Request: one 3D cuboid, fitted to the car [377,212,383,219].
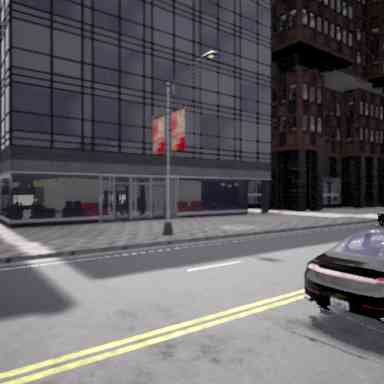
[{"bbox_3d":[14.017,1.543,21.663,4.718,1.301,1.895,0,0,-35],"label":"car"}]

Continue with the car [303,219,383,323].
[{"bbox_3d":[4.207,1.474,6.440,4.902,1.511,2.128,0,0,-35],"label":"car"}]
